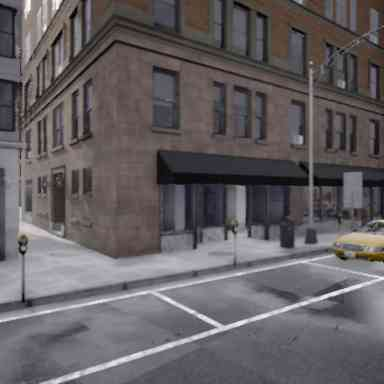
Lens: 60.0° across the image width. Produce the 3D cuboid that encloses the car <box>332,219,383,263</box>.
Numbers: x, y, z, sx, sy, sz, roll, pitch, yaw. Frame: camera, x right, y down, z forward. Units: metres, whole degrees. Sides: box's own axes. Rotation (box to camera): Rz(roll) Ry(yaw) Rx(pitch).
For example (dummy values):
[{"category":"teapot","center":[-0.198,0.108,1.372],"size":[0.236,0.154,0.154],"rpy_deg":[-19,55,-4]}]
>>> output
[{"category":"car","center":[6.649,1.525,11.280],"size":[4.829,1.417,1.752],"rpy_deg":[0,0,-36]}]
